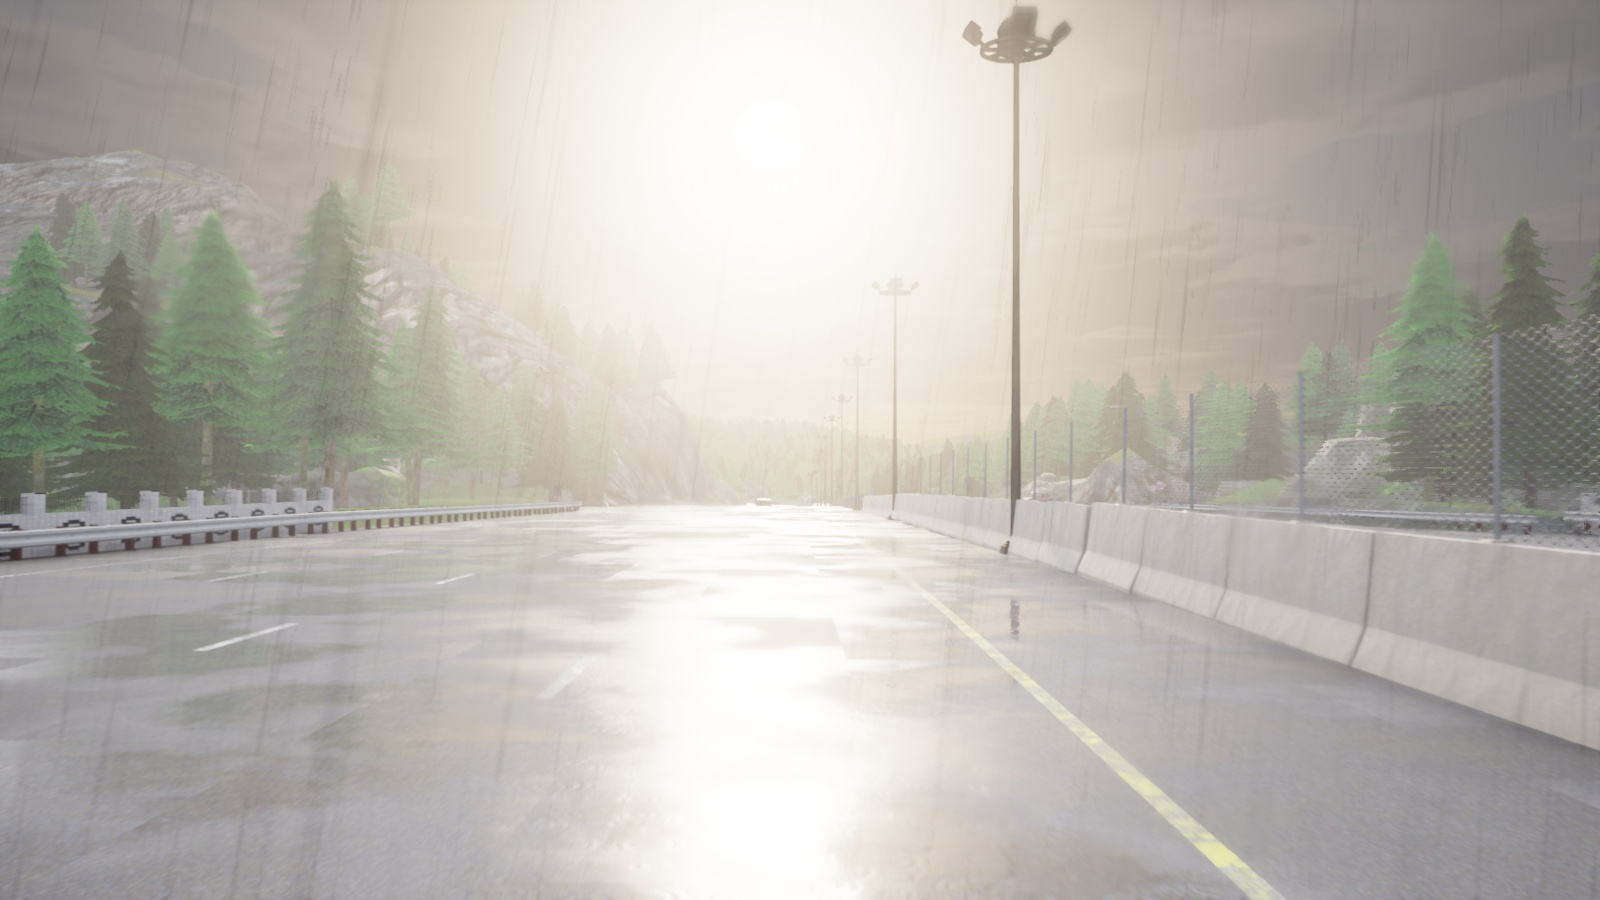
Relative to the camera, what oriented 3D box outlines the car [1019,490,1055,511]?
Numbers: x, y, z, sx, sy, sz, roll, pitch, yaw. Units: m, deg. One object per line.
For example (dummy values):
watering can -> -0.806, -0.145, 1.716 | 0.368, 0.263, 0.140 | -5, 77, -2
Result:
car -> 17.210, 3.635, 91.427 | 1.816, 1.474, 4.193 | 0, -2, 0
